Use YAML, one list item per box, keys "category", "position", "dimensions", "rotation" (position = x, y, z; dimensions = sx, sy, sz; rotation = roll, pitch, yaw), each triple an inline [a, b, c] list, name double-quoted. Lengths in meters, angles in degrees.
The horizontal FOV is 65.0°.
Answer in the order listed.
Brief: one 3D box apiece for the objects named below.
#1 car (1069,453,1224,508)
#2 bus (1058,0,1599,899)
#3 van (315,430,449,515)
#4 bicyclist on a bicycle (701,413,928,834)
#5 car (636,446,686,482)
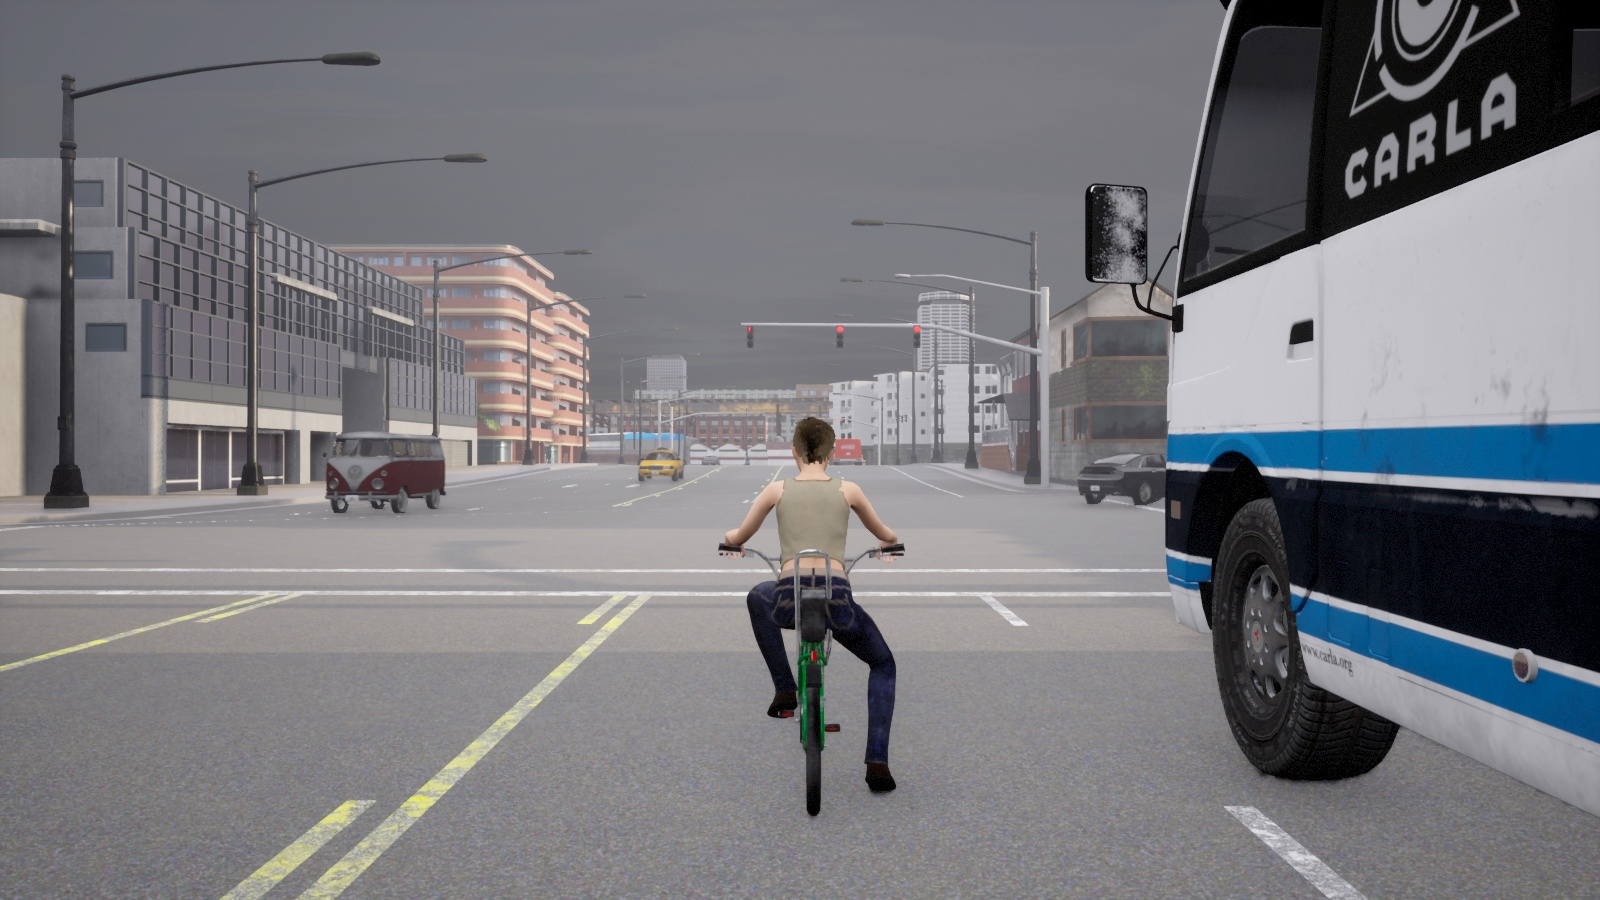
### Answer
- category: "car"
  position: [10.055, 0.838, 36.253]
  dimensions: [4.892, 1.490, 1.837]
  rotation: [1, 0, -40]
- category: "bus"
  position: [3.564, -0.636, 2.680]
  dimensions: [3.944, 4.253, 10.273]
  rotation: [0, 0, 0]
- category: "van"
  position: [-10.350, 0.536, 31.441]
  dimensions: [1.775, 1.987, 4.442]
  rotation: [0, 0, 2]
- category: "bicyclist on a bicycle"
  position: [0.053, 0.663, 5.561]
  dimensions: [0.866, 1.612, 1.509]
  rotation: [0, 0, 0]
- category: "car"
  position: [-6.641, 0.630, 60.389]
  dimensions: [1.801, 1.575, 5.366]
  rotation: [0, 1, 0]
